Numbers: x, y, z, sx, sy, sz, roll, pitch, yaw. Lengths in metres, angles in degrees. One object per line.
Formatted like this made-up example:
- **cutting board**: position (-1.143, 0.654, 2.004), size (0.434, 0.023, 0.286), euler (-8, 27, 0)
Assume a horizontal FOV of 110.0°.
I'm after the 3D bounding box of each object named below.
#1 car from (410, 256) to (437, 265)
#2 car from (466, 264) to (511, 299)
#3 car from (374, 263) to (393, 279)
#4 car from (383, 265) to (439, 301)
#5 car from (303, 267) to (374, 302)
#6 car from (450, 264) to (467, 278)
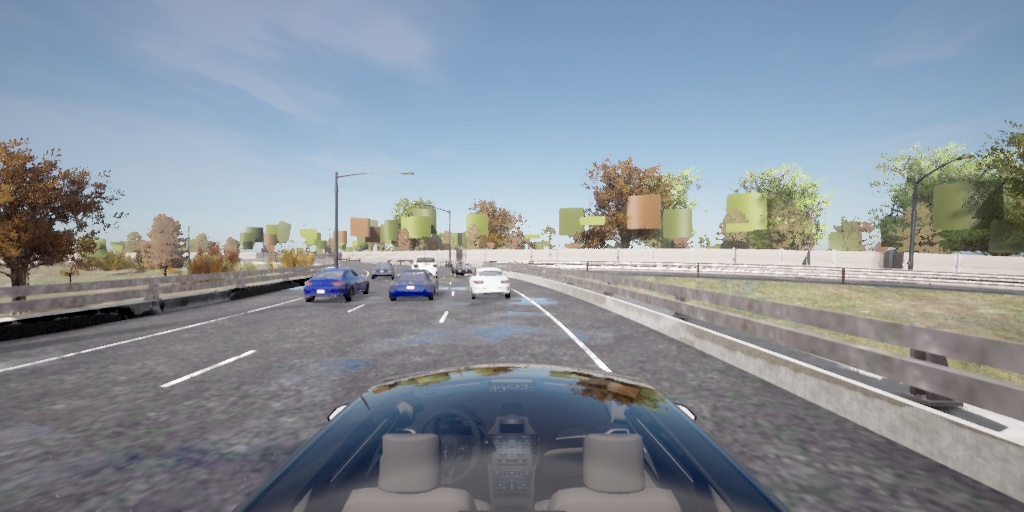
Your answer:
- **car**: position (-8.010, 1.006, 32.767), size (2.150, 2.045, 5.566), euler (0, 0, -16)
- **car**: position (-1.180, 1.281, 17.868), size (1.812, 1.442, 4.674), euler (0, 0, -8)
- **car**: position (-11.359, 1.311, 31.750), size (2.033, 1.411, 5.357), euler (0, 0, -16)
- **car**: position (-4.644, 1.320, 17.366), size (1.994, 1.385, 4.181), euler (0, 0, -8)
- **car**: position (-8.107, 1.281, 16.865), size (1.812, 1.442, 4.674), euler (0, 0, -8)
- **car**: position (-4.653, 1.365, 33.755), size (1.895, 1.301, 4.718), euler (0, 0, -16)
